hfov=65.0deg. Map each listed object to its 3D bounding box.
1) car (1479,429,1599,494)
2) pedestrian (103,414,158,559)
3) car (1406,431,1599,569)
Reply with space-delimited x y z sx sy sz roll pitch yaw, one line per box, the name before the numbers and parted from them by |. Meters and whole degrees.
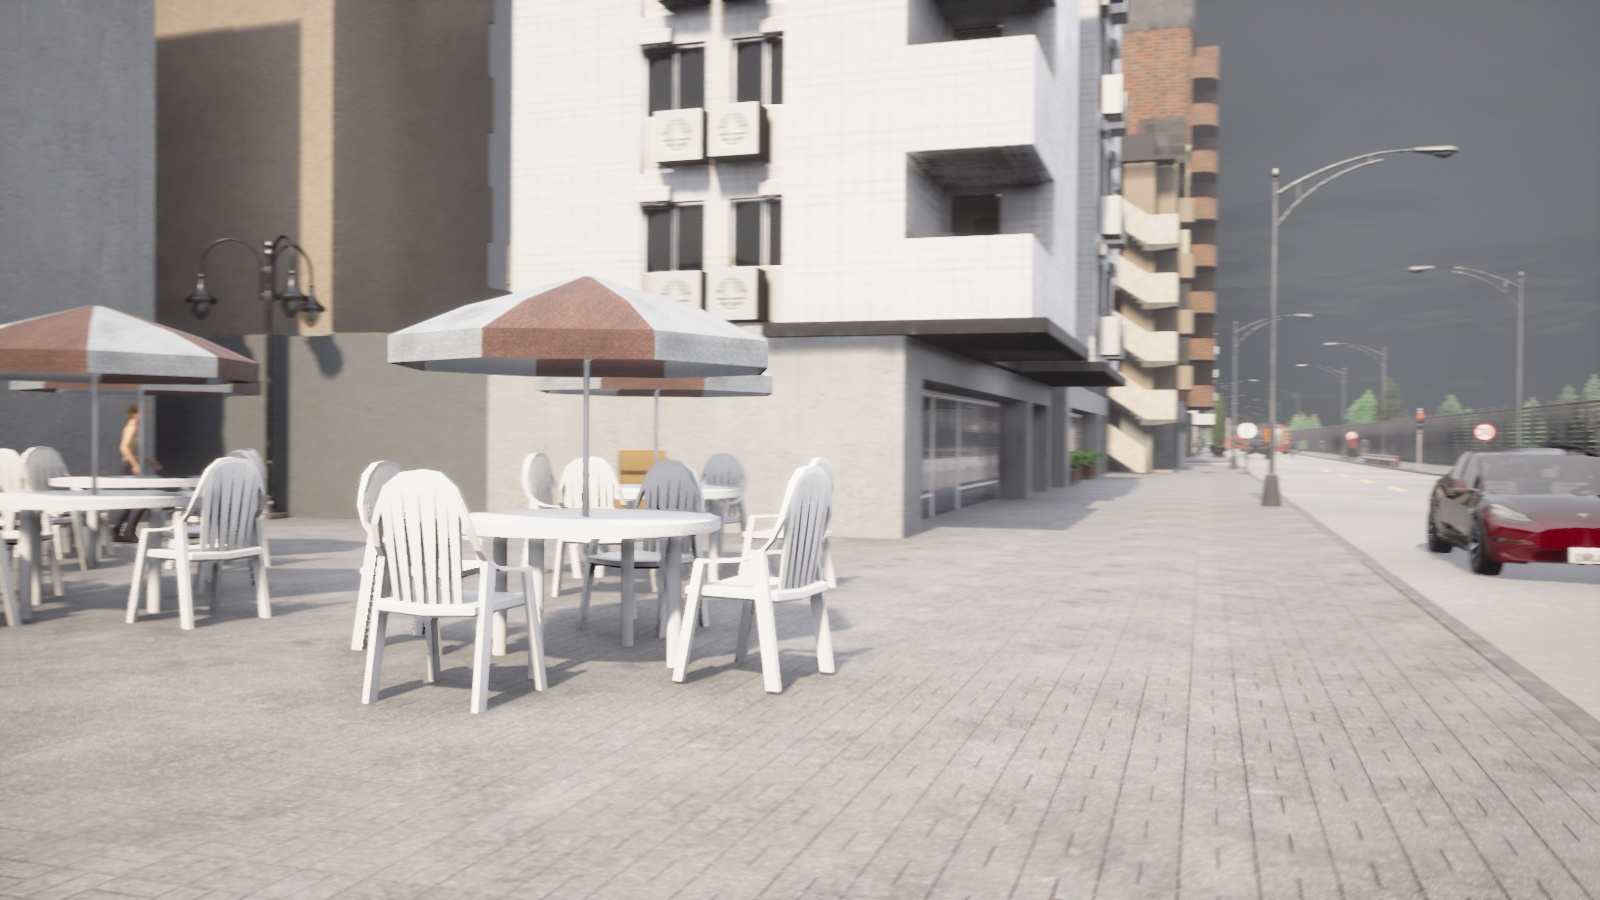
car | 18.318 0.248 31.267 1.845 1.501 3.633 -1 1 18
pedestrian | -8.629 0.461 16.191 0.594 1.836 0.345 -1 1 -29
car | 9.251 0.513 15.918 2.163 1.488 4.792 -1 1 18
